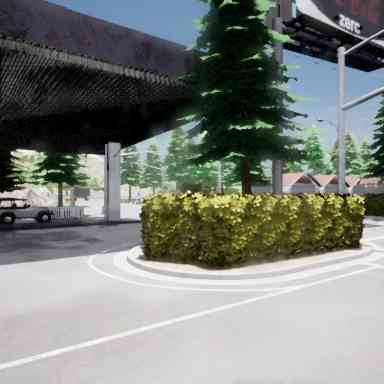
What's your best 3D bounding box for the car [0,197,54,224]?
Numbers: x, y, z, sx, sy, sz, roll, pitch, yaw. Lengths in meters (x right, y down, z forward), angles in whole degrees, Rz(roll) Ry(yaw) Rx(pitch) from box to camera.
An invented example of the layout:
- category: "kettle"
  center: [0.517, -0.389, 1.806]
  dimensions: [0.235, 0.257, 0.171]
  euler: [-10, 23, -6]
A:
- category: "car"
  center: [-11.956, 1.313, 23.490]
  dimensions: [3.866, 1.878, 1.905]
  euler: [0, 0, -36]
